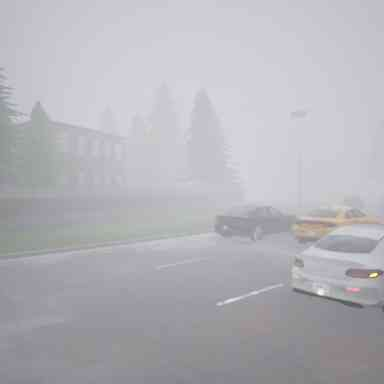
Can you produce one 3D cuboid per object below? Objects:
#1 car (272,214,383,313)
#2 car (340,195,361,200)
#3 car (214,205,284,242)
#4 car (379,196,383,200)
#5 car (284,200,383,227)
[{"bbox_3d":[3.962,1.430,7.205,4.674,1.442,1.812,-1,0,-41],"label":"car"},{"bbox_3d":[17.090,1.045,35.782,2.128,1.511,4.902,0,0,19],"label":"car"},{"bbox_3d":[3.209,1.349,15.961,5.008,1.535,1.882,-1,0,-44],"label":"car"},{"bbox_3d":[20.032,1.045,33.559,1.812,1.442,4.674,0,0,20],"label":"car"},{"bbox_3d":[6.134,1.314,13.917,5.008,1.535,1.882,-2,1,-44],"label":"car"}]
